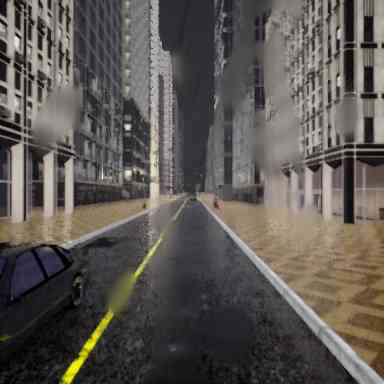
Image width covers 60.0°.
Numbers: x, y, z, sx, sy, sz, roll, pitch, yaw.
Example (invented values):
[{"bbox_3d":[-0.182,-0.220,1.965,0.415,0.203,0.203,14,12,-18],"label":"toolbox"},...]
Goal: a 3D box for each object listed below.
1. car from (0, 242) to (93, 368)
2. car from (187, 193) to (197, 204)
[{"bbox_3d":[-3.094,1.547,5.108,2.033,1.411,5.357,0,0,0],"label":"car"},{"bbox_3d":[0.008,1.483,64.946,2.128,1.511,4.902,0,0,0],"label":"car"}]
